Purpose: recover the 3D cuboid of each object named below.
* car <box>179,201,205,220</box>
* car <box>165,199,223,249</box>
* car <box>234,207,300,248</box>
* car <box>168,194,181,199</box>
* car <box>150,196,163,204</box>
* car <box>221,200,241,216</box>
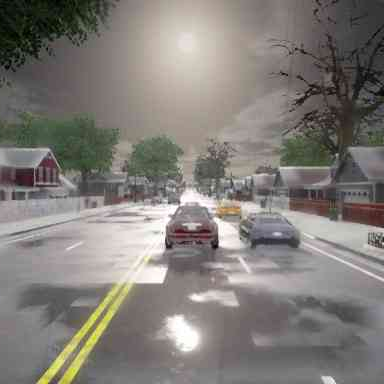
[{"bbox_3d":[0.000,1.563,29.652,2.033,1.411,5.357,0,0,0],"label":"car"},{"bbox_3d":[0.000,1.363,14.621,2.097,1.767,4.553,0,0,0],"label":"car"},{"bbox_3d":[3.250,1.570,14.651,1.994,1.385,4.181,0,0,0],"label":"car"},{"bbox_3d":[-3.250,1.326,61.622,2.150,2.045,5.566,0,0,0],"label":"car"},{"bbox_3d":[-6.500,1.559,61.653,1.812,1.442,4.674,0,0,0],"label":"car"},{"bbox_3d":[3.250,1.484,29.652,1.882,1.535,5.008,0,0,0],"label":"car"}]
